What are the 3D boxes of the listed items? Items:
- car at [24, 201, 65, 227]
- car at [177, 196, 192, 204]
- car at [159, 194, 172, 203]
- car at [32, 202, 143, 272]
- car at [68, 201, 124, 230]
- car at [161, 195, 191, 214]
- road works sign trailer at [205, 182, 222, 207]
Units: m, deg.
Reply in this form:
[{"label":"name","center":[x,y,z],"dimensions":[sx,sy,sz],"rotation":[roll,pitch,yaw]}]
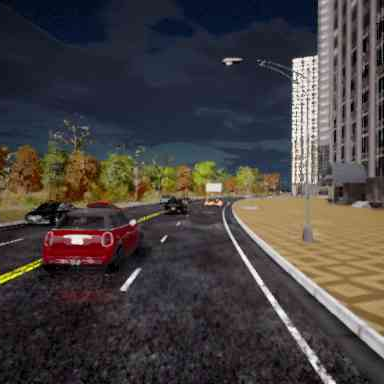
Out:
[{"label":"car","center":[-9.180,1.415,22.132],"dimensions":[1.837,1.490,4.892],"rotation":[0,0,4]},{"label":"car","center":[-1.426,1.427,61.607],"dimensions":[1.994,1.385,4.181],"rotation":[0,0,10]},{"label":"car","center":[-4.616,1.203,62.212],"dimensions":[2.097,1.767,4.553],"rotation":[0,0,10]},{"label":"car","center":[-2.966,1.314,10.889],"dimensions":[2.097,1.767,4.553],"rotation":[0,0,2]},{"label":"car","center":[-5.969,1.404,21.407],"dimensions":[1.882,1.535,5.008],"rotation":[0,0,4]},{"label":"car","center":[-1.569,1.402,34.217],"dimensions":[1.882,1.535,5.008],"rotation":[0,0,5]},{"label":"road works sign trailer","center":[3.214,0.386,48.943],"dimensions":[2.380,3.560,2.880],"rotation":[0,0,8]}]
